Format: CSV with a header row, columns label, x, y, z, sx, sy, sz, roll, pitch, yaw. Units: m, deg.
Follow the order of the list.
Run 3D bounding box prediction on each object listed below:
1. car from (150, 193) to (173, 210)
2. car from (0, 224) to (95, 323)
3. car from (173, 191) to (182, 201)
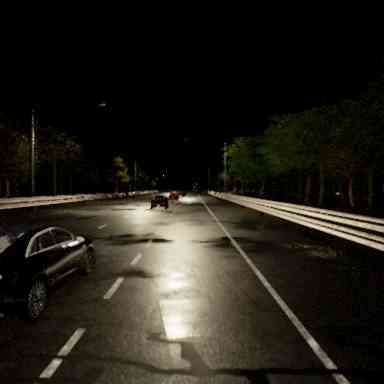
label,x,y,z,sx,sy,sz,roll,pitch,yaw
car,-3.456,1.114,36.710,1.837,1.490,4.892,0,1,0
car,-3.500,1.412,6.993,2.128,1.511,4.902,0,1,0
car,-3.356,0.871,61.850,1.812,1.442,4.674,0,1,0
